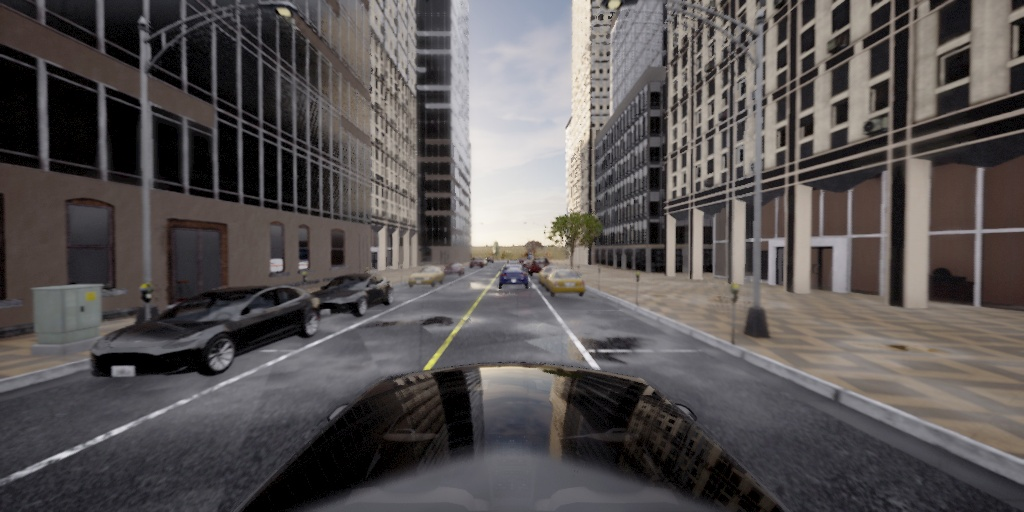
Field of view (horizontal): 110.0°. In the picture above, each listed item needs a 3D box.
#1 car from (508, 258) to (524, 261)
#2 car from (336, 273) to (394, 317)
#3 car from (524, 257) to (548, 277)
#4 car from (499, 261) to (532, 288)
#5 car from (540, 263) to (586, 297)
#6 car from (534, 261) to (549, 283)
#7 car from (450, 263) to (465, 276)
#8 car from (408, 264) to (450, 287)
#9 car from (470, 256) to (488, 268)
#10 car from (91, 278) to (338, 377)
[{"bbox_3d":[0.105,1.216,45.190,2.128,1.511,4.902,0,0,0],"label":"car"},{"bbox_3d":[-5.688,1.314,13.109,1.948,1.339,4.313,0,0,0],"label":"car"},{"bbox_3d":[2.695,1.049,35.752,2.192,1.841,5.009,0,0,0],"label":"car"},{"bbox_3d":[0.103,1.269,23.349,1.812,1.442,4.674,0,0,0],"label":"car"},{"bbox_3d":[2.694,1.270,18.898,1.751,1.417,4.829,0,0,0],"label":"car"},{"bbox_3d":[2.694,1.268,24.572,1.751,1.417,4.829,0,0,0],"label":"car"},{"bbox_3d":[-5.685,1.317,35.806,1.802,1.307,4.207,0,0,0],"label":"car"},{"bbox_3d":[-5.687,1.268,24.287,1.751,1.417,4.829,0,0,0],"label":"car"},{"bbox_3d":[-5.683,1.020,58.505,2.192,1.841,5.009,0,0,0],"label":"car"},{"bbox_3d":[-5.689,1.316,7.434,1.948,1.339,4.313,0,0,0],"label":"car"}]
